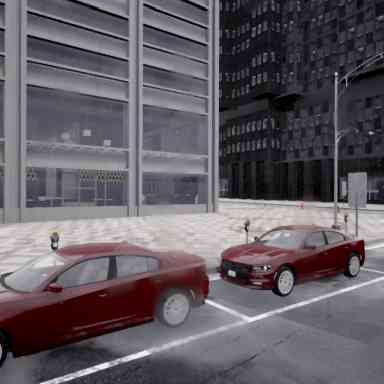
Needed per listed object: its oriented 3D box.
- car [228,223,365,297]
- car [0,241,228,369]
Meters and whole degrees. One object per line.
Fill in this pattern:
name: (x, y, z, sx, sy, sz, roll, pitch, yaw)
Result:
car: (2.704, 1.546, 8.611, 4.507, 1.381, 1.887, 0, 0, -36)
car: (-1.787, 1.545, 5.392, 4.507, 1.381, 1.887, 0, 0, -36)
